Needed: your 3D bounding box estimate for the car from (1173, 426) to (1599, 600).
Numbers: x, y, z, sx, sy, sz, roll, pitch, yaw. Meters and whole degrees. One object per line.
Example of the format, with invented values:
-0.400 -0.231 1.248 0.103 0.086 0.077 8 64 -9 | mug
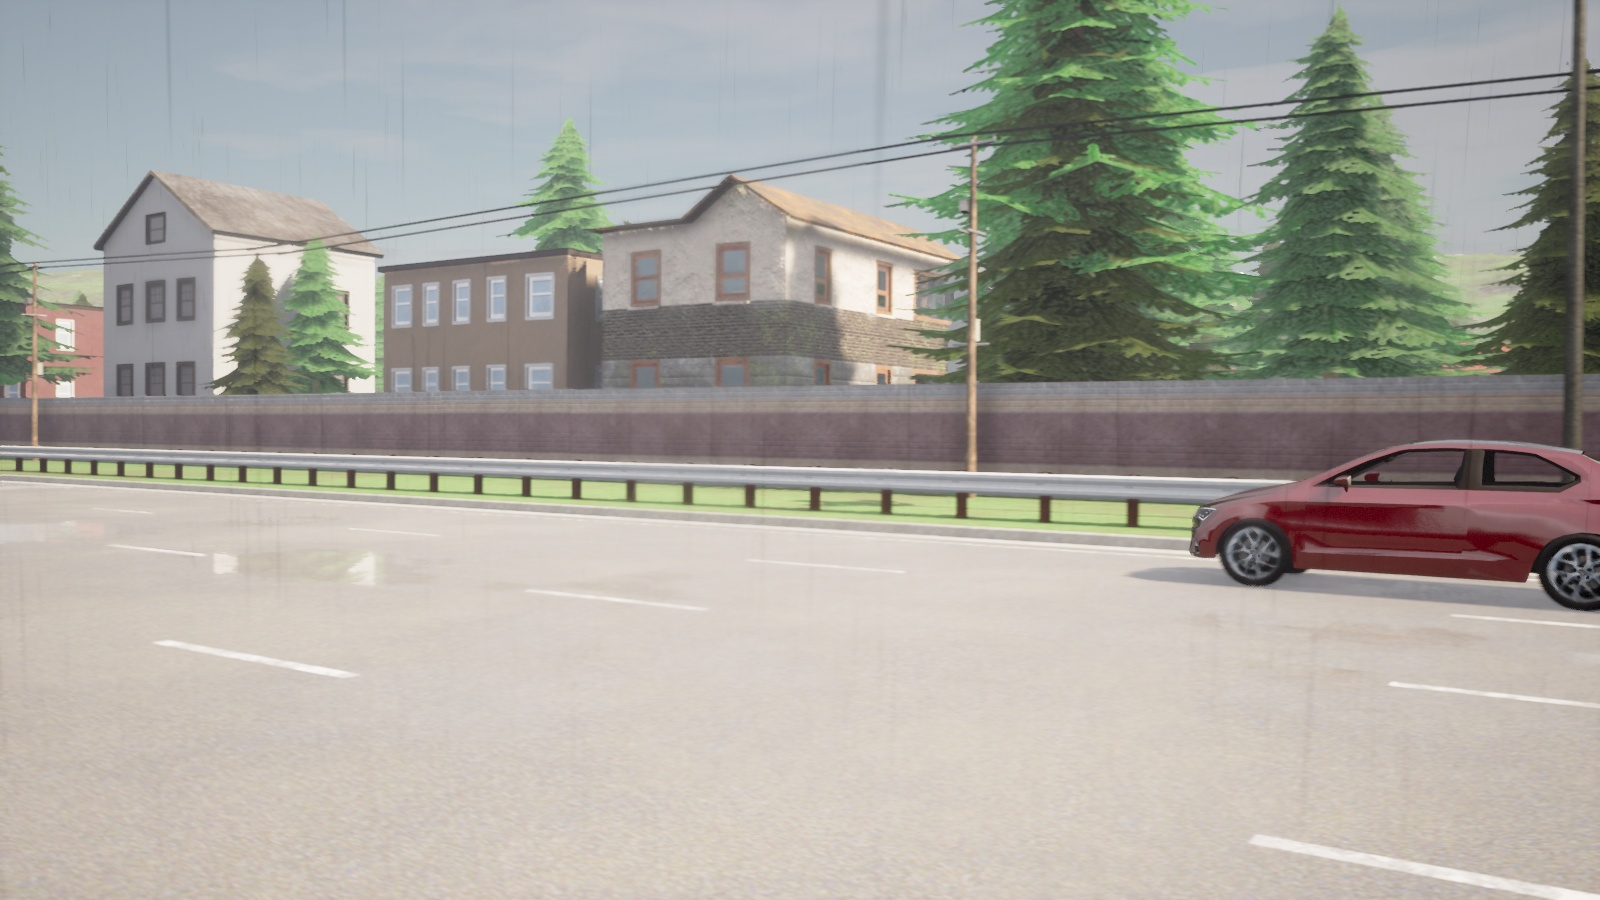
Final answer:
6.005 0.523 12.241 4.193 1.474 1.816 0 1 34 | car
